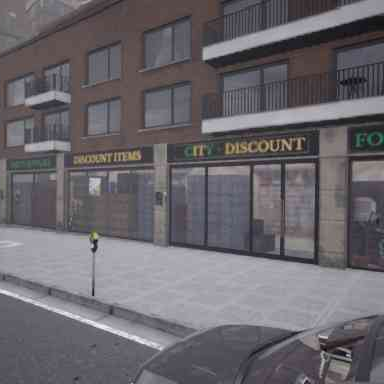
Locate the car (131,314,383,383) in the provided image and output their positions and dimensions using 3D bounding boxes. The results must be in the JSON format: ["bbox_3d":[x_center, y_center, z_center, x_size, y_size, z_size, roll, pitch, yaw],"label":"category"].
[{"bbox_3d":[1.447,1.551,2.040,4.403,1.369,2.008,0,1,35],"label":"car"}]
